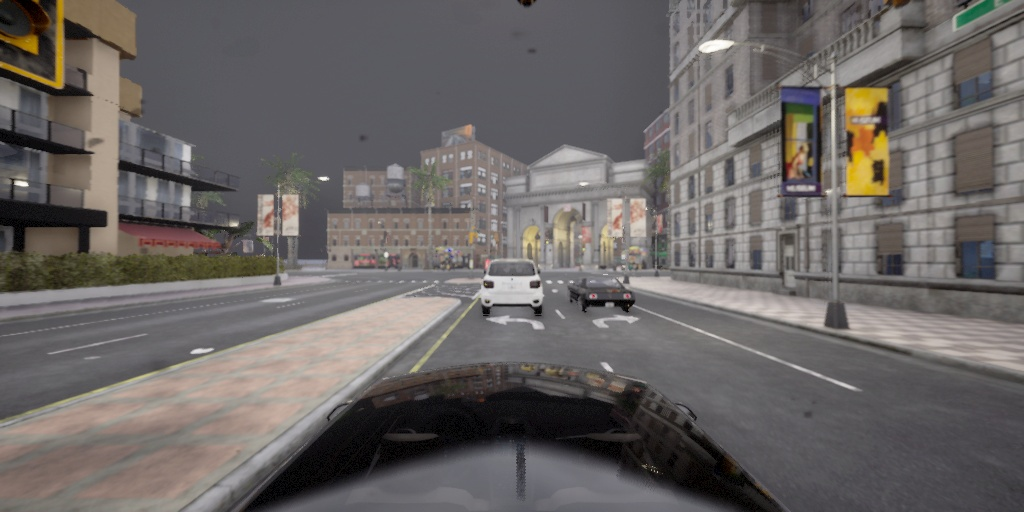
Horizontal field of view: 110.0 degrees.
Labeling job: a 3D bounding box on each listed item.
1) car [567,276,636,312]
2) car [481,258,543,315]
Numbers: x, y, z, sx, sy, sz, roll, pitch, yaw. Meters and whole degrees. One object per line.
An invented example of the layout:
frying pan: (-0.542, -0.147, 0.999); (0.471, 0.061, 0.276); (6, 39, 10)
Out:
car: (3.514, 1.499, 15.073); (1.895, 1.301, 4.718); (0, -1, 0)
car: (0.007, 1.115, 14.400); (2.150, 2.045, 5.566); (0, 0, 0)
